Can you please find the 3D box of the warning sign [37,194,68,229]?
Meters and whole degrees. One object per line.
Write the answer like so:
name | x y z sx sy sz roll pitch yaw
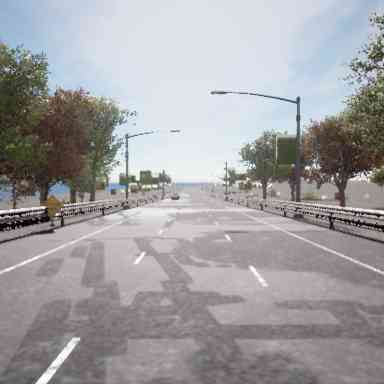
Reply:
warning sign | -8.025 1.094 19.143 1.300 1.860 1.060 2 2 0

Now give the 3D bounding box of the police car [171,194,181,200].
police car | -4.549 1.425 89.307 1.930 1.638 5.238 0 0 0
